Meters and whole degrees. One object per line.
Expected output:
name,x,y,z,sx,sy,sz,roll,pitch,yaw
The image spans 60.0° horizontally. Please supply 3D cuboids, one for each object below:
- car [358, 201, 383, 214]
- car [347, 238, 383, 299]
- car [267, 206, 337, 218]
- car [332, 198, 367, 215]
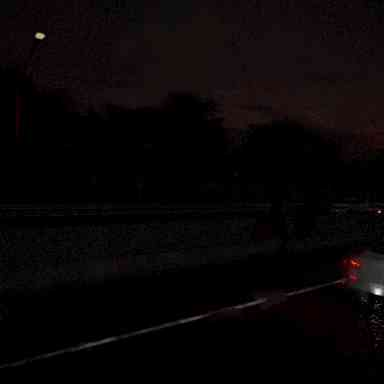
car,20.229,2.003,35.590,5.008,1.535,1.882,1,-1,-35
car,5.372,1.653,7.575,4.674,1.442,1.812,1,-1,-35
car,6.904,1.810,21.806,5.357,1.411,2.033,1,-1,-35
car,18.403,1.749,38.586,5.566,2.045,2.150,1,0,-35
